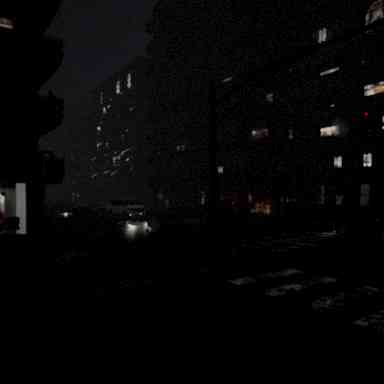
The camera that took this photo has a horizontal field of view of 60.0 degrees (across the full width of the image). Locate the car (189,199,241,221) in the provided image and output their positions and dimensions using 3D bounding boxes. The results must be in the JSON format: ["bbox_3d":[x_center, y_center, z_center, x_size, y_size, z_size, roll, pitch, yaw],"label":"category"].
[{"bbox_3d":[2.290,1.572,30.155,2.192,1.841,5.009,-2,0,-36],"label":"car"}]

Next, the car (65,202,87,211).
[{"bbox_3d":[-19.601,2.434,55.942,2.033,1.411,5.357,-1,-1,-36],"label":"car"}]

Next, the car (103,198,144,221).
[{"bbox_3d":[-6.216,1.650,32.126,2.150,2.045,5.566,-1,-1,-36],"label":"car"}]

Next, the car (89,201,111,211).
[{"bbox_3d":[-15.508,2.287,55.637,1.882,1.535,5.008,-1,-1,-36],"label":"car"}]

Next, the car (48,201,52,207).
[{"bbox_3d":[-30.875,2.831,76.057,1.947,1.339,4.313,-2,0,-36],"label":"car"}]

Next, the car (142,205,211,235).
[{"bbox_3d":[-1.014,1.752,20.487,1.752,1.417,4.829,-2,0,-36],"label":"car"}]

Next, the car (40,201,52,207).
[{"bbox_3d":[-37.506,3.026,85.240,1.947,1.339,4.313,-2,0,-36],"label":"car"}]

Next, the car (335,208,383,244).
[{"bbox_3d":[8.700,1.505,15.406,1.837,1.490,4.892,1,-1,-12],"label":"car"}]

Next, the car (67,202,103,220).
[{"bbox_3d":[-11.065,2.082,34.396,1.887,1.381,4.507,-2,0,-36],"label":"car"}]

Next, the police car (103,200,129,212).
[{"bbox_3d":[-11.477,2.111,50.050,1.930,1.638,5.238,-1,-1,-36],"label":"police car"}]

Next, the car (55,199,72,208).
[{"bbox_3d":[-27.566,2.481,71.466,2.192,1.841,5.009,-2,0,-36],"label":"car"}]

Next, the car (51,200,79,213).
[{"bbox_3d":[-19.037,2.370,50.037,2.033,1.411,5.357,-1,-1,-36],"label":"car"}]

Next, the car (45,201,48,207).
[{"bbox_3d":[-34.194,2.907,80.647,1.887,1.381,4.507,-2,0,-36],"label":"car"}]
